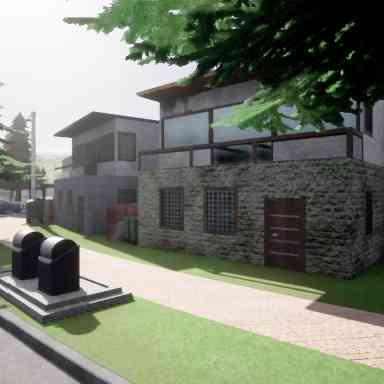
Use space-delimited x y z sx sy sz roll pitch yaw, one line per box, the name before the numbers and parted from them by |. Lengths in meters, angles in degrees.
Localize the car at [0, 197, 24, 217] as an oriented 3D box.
car | -18.509 1.496 30.507 5.008 1.535 1.882 0 0 -36
